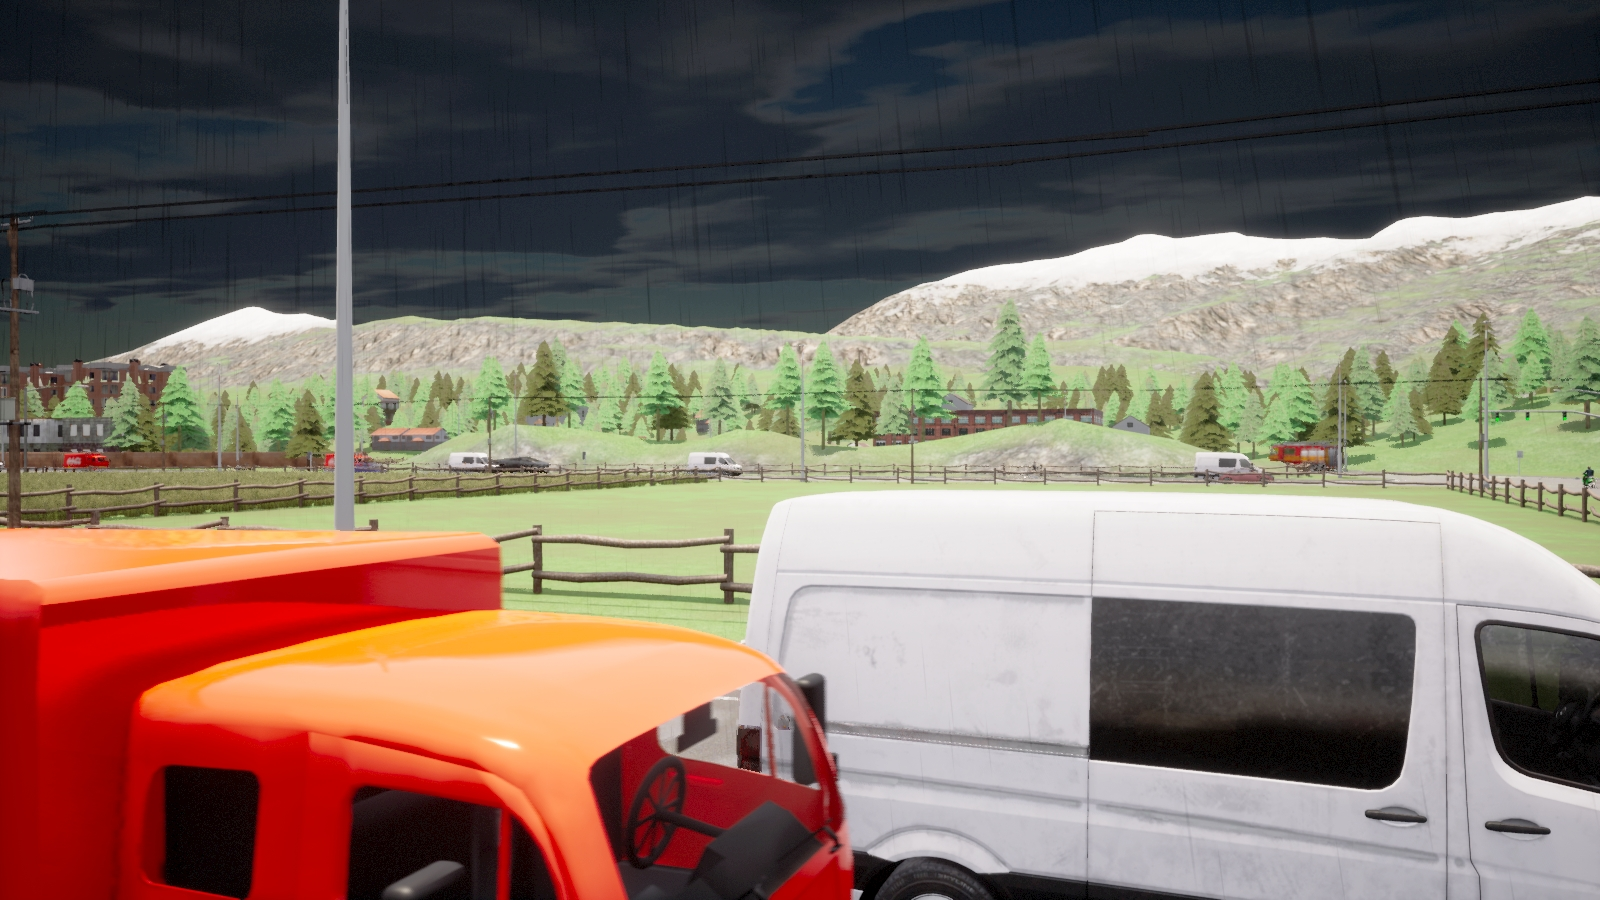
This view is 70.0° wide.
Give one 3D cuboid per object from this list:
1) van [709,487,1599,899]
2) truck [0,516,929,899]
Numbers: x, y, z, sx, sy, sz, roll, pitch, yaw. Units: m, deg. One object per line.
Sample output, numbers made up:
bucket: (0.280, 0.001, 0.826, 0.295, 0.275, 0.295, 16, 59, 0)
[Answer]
van: (2.633, 1.535, 6.060, 5.915, 2.561, 1.988, 0, 0, 20)
truck: (-2.389, 1.580, 4.312, 5.204, 2.467, 2.627, -1, 0, 22)
